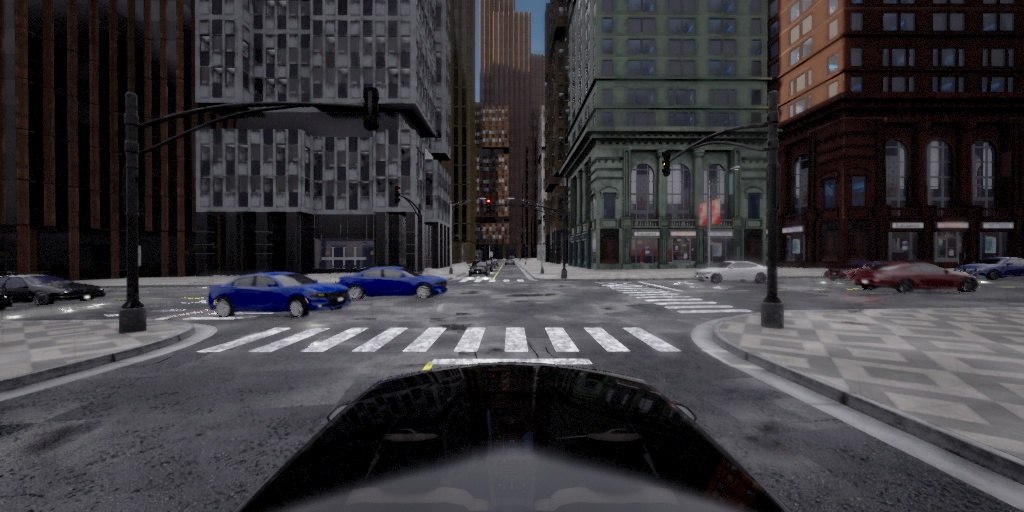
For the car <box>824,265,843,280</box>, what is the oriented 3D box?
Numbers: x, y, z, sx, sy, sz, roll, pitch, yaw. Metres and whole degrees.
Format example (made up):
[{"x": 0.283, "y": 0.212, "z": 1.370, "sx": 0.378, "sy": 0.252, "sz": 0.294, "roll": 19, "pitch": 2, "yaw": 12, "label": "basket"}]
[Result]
[{"x": 23.418, "y": 0.962, "z": 23.818, "sx": 4.181, "sy": 1.385, "sz": 1.994, "roll": -1, "pitch": 0, "yaw": 0, "label": "car"}]

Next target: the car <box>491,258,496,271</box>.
[{"x": -3.318, "y": 1.223, "z": 45.458, "sx": 1.837, "sy": 1.490, "sz": 4.892, "roll": 0, "pitch": 0, "yaw": 0, "label": "car"}]

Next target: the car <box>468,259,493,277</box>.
[{"x": -3.233, "y": 1.237, "z": 35.993, "sx": 1.837, "sy": 1.490, "sz": 4.892, "roll": 0, "pitch": 0, "yaw": -1, "label": "car"}]

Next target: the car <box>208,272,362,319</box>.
[{"x": -8.297, "y": 1.307, "z": 12.859, "sx": 5.008, "sy": 1.535, "sz": 1.882, "roll": -2, "pitch": 0, "yaw": 14, "label": "car"}]

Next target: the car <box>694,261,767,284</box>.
[{"x": 14.596, "y": 1.037, "z": 23.793, "sx": 4.674, "sy": 1.442, "sz": 1.812, "roll": -1, "pitch": 0, "yaw": -1, "label": "car"}]

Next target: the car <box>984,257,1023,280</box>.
[{"x": 32.378, "y": 0.811, "z": 23.840, "sx": 4.674, "sy": 1.442, "sz": 1.812, "roll": -1, "pitch": 0, "yaw": -1, "label": "car"}]

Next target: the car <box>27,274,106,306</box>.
[{"x": -22.795, "y": 1.591, "z": 16.987, "sx": 5.357, "sy": 1.411, "sz": 2.033, "roll": -1, "pitch": 0, "yaw": 0, "label": "car"}]

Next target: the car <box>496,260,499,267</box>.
[{"x": -3.403, "y": 1.301, "z": 55.747, "sx": 1.895, "sy": 1.301, "sz": 4.718, "roll": 0, "pitch": 0, "yaw": 0, "label": "car"}]

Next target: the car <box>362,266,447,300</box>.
[{"x": -5.602, "y": 1.243, "z": 17.052, "sx": 5.008, "sy": 1.535, "sz": 1.882, "roll": -1, "pitch": 0, "yaw": 0, "label": "car"}]

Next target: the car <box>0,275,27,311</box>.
[{"x": -22.386, "y": 1.559, "z": 13.738, "sx": 4.892, "sy": 1.490, "sz": 1.837, "roll": -1, "pitch": 0, "yaw": 0, "label": "car"}]

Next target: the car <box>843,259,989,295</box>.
[{"x": 19.122, "y": 1.012, "z": 17.111, "sx": 4.674, "sy": 1.442, "sz": 1.812, "roll": -1, "pitch": 0, "yaw": 0, "label": "car"}]
